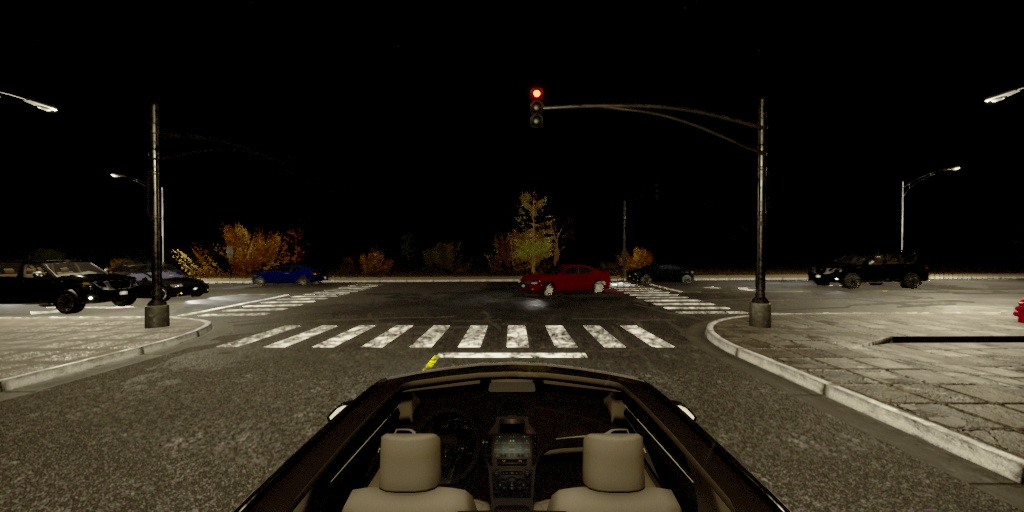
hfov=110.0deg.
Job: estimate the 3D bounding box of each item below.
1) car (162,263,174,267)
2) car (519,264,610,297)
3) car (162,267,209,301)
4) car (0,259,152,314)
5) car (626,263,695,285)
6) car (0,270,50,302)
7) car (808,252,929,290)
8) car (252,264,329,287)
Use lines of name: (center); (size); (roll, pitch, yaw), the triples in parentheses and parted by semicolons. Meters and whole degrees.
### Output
car: (-22.122, 1.209, 21.073); (4.553, 1.767, 2.097); (0, 1, 0)
car: (2.778, 1.187, 18.658); (5.008, 1.535, 1.882); (0, -1, -26)
car: (-17.520, 1.435, 17.589); (4.181, 1.385, 1.994); (0, 1, 0)
car: (-18.275, 1.139, 14.339); (5.566, 2.045, 2.150); (0, 1, 0)
car: (9.900, 1.172, 24.073); (4.181, 1.385, 1.994); (0, 1, 0)
car: (-26.760, 1.480, 17.661); (5.357, 1.411, 2.033); (0, 1, 0)
car: (20.503, 0.806, 20.734); (5.566, 2.045, 2.150); (0, 1, 0)
car: (-14.932, 1.294, 24.269); (4.674, 1.442, 1.812); (0, 1, 0)
